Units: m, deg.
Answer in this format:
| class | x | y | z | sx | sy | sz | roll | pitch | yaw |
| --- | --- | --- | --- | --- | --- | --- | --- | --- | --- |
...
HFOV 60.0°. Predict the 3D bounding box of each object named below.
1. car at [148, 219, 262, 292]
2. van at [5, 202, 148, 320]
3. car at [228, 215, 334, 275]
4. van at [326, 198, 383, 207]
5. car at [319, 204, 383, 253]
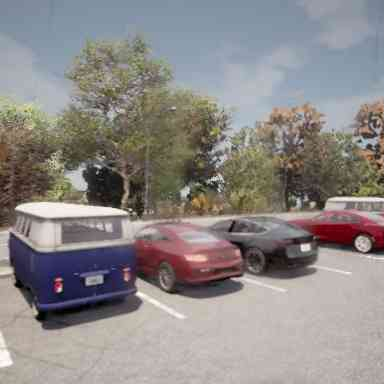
| class | x | y | z | sx | sy | sz | roll | pitch | yaw |
| --- | --- | --- | --- | --- | --- | --- | --- | --- | --- |
| car | -0.605 | 1.521 | 9.011 | 2.002 | 1.452 | 4.674 | 0 | 0 | -36 |
| van | -2.934 | 1.256 | 7.496 | 1.878 | 1.987 | 4.442 | 0 | 0 | -36 |
| car | 1.637 | 1.509 | 10.651 | 2.163 | 1.488 | 4.792 | 0 | 0 | -36 |
| van | 8.502 | 1.250 | 15.367 | 1.878 | 1.987 | 4.442 | 0 | 0 | -36 |
| car | 6.177 | 1.477 | 13.846 | 2.097 | 1.535 | 5.008 | 0 | 0 | -36 |
